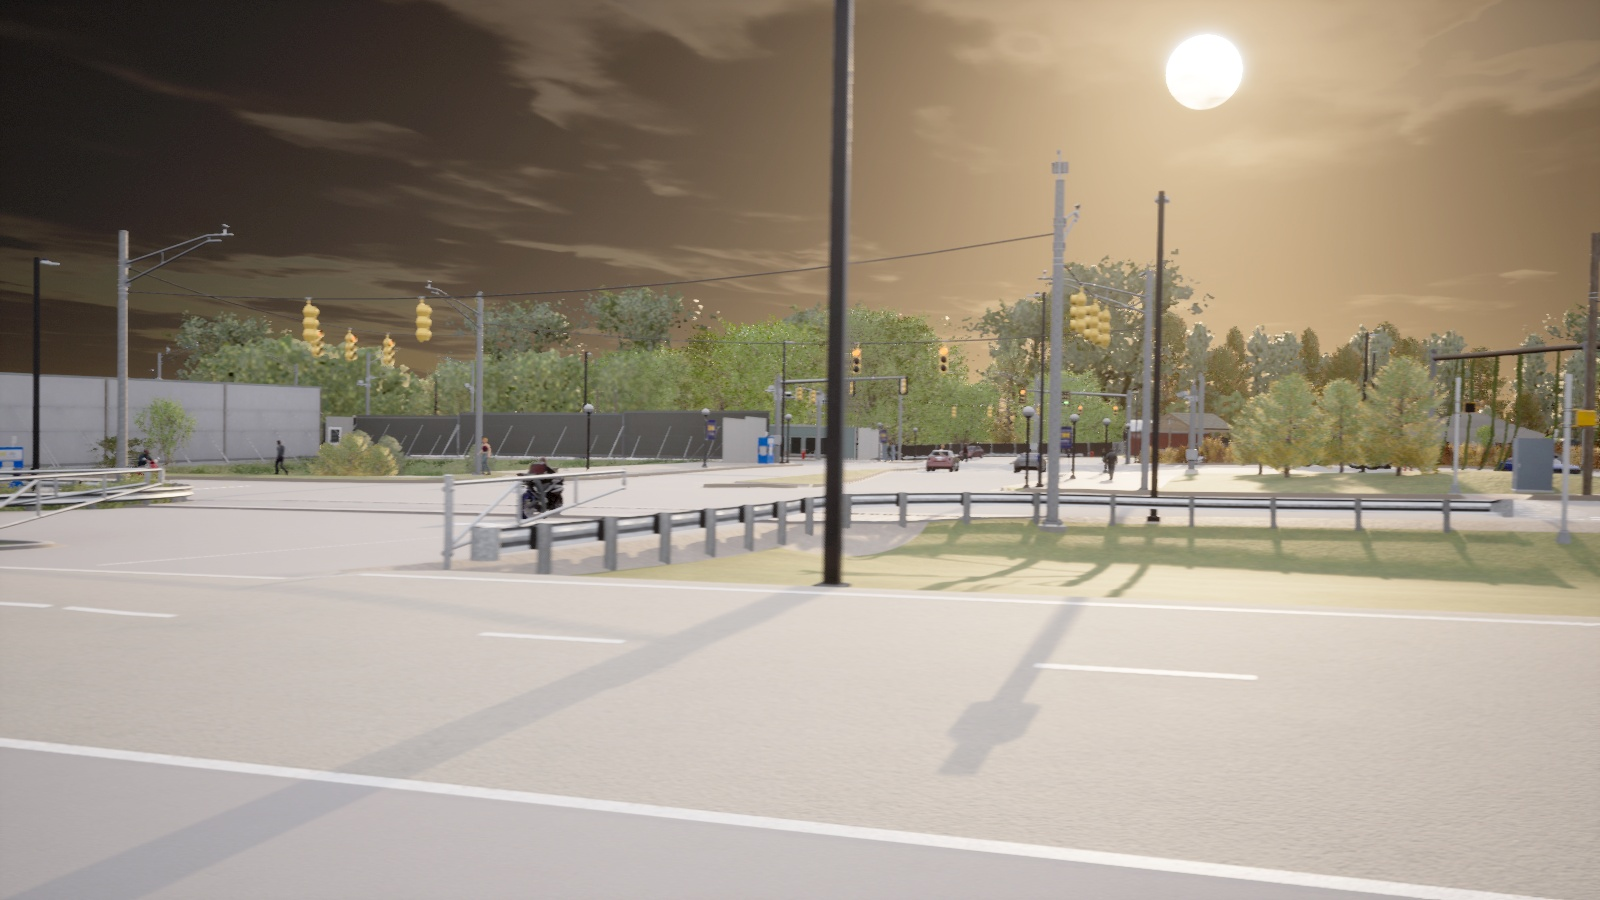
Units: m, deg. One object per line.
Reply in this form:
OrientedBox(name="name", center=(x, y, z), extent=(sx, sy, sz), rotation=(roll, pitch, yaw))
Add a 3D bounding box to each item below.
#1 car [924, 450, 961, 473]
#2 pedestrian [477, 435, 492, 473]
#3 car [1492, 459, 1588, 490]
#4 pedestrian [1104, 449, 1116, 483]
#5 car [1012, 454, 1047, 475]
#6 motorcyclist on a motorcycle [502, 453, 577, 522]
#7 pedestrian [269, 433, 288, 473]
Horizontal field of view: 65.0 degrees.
OrientedBox(name="car", center=(9.740, 0.784, 85.820), extent=(1.970, 1.475, 3.806), rotation=(1, 0, 14))
OrientedBox(name="pedestrian", center=(-15.411, 0.189, 61.277), extent=(0.594, 1.836, 0.345), rotation=(0, 2, -39))
OrientedBox(name="car", center=(39.935, 1.302, 67.905), extent=(1.882, 1.535, 5.008), rotation=(1, 0, -6))
OrientedBox(name="pedestrian", center=(17.197, 0.873, 69.646), extent=(0.563, 1.883, 0.849), rotation=(2, 1, 15))
OrientedBox(name="car", center=(15.390, 0.971, 84.050), extent=(1.994, 1.385, 4.181), rotation=(1, 0, 15))
OrientedBox(name="motorcyclist on a motorcycle", center=(-6.396, 0.893, 30.994), extent=(0.866, 1.530, 2.191), rotation=(1, 2, 17))
OrientedBox(name="pedestrian", center=(-25.962, 0.134, 62.503), extent=(0.788, 1.949, 0.423), rotation=(2, 1, 25))
